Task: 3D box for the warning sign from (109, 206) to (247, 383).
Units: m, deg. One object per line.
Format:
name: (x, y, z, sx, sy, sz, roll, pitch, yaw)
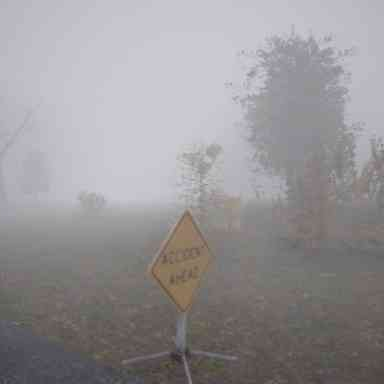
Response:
warning sign: (-0.119, 1.129, 4.035, 1.060, 1.860, 1.300, 1, -1, 35)
